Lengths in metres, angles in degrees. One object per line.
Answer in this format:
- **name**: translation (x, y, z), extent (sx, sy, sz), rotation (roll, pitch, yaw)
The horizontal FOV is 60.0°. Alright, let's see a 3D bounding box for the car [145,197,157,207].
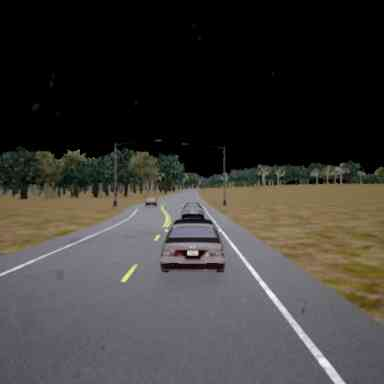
- **car**: translation (-6.635, 1.586, 54.051), extent (1.882, 1.535, 5.008), rotation (0, 0, -4)

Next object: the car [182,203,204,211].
- **car**: translation (0.069, 1.654, 30.207), extent (1.994, 1.385, 4.181), rotation (0, 0, 0)

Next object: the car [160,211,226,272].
- **car**: translation (0.038, 1.581, 10.833), extent (2.033, 1.411, 5.357), rotation (0, 0, 1)
